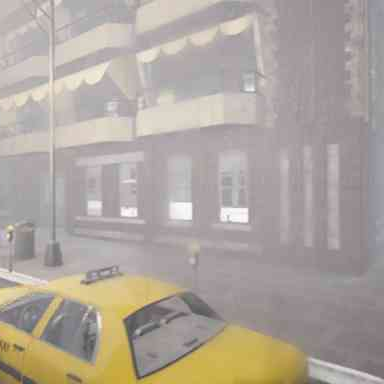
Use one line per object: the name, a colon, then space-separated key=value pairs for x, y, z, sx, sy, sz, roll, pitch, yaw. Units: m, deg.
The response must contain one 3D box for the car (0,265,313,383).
car: x=-1.190 y=1.506 z=3.753 sx=4.829 sy=1.417 sz=1.752 roll=0 pitch=-1 yaw=36
